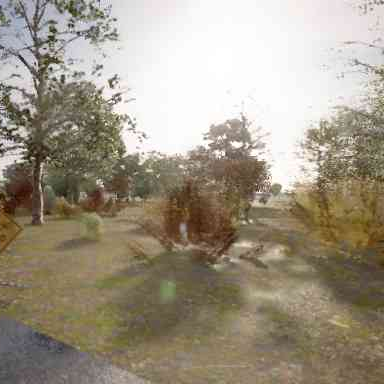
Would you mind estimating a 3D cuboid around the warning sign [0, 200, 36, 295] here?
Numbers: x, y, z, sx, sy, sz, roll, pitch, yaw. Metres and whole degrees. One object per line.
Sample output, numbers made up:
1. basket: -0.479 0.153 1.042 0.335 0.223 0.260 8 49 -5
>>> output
1. warning sign: -4.197 1.109 6.982 1.060 1.860 1.300 -1 0 36
